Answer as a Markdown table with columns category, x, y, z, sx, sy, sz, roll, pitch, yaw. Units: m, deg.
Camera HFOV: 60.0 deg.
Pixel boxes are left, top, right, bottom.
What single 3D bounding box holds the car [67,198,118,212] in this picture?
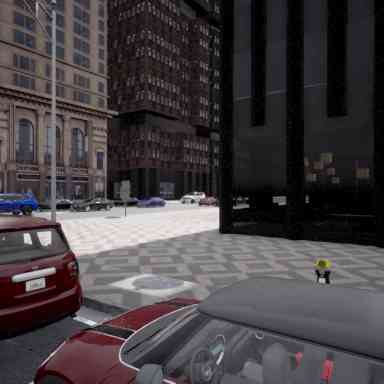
| category | x | y | z | sx | sy | sz | roll | pitch | yaw |
| --- | --- | --- | --- | --- | --- | --- | --- | --- | --- |
| car | -11.218 | 1.425 | 37.903 | 1.837 | 1.490 | 4.892 | 0 | 0 | 36 |

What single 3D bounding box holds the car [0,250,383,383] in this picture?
| category | x | y | z | sx | sy | sz | roll | pitch | yaw |
| --- | --- | --- | --- | --- | --- | --- | --- | --- | --- |
| car | 0.540 | 1.440 | 2.572 | 4.097 | 1.590 | 1.967 | 0 | 0 | 35 |

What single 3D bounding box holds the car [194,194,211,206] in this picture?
| category | x | y | z | sx | sy | sz | roll | pitch | yaw |
| --- | --- | --- | --- | --- | --- | --- | --- | --- | --- |
| car | 2.809 | 1.445 | 51.807 | 1.994 | 1.385 | 4.181 | 0 | 0 | 37 |

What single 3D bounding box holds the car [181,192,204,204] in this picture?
| category | x | y | z | sx | sy | sz | roll | pitch | yaw |
| --- | --- | --- | --- | --- | --- | --- | --- | --- | --- |
| car | 0.319 | 1.057 | 59.600 | 2.150 | 2.045 | 5.566 | 0 | 0 | 35 |

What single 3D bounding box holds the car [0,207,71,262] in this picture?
| category | x | y | z | sx | sy | sz | roll | pitch | yaw |
| --- | --- | --- | --- | --- | --- | --- | --- | --- | --- |
| car | -4.030 | 1.314 | 5.812 | 5.009 | 1.841 | 2.192 | 0 | 0 | 35 |

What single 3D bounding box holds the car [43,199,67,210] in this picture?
| category | x | y | z | sx | sy | sz | roll | pitch | yaw |
| --- | --- | --- | --- | --- | --- | --- | --- | --- | --- |
| car | -15.258 | 1.514 | 37.831 | 1.895 | 1.301 | 4.718 | 0 | 0 | 35 |

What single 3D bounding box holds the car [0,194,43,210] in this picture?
| category | x | y | z | sx | sy | sz | roll | pitch | yaw |
| --- | --- | --- | --- | --- | --- | --- | --- | --- | --- |
| car | -16.853 | 1.167 | 29.986 | 2.150 | 2.045 | 5.566 | 0 | 0 | 34 |

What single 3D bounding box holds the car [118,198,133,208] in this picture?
| category | x | y | z | sx | sy | sz | roll | pitch | yaw |
| --- | --- | --- | --- | --- | --- | --- | --- | --- | --- |
| car | -8.997 | 1.485 | 46.638 | 1.895 | 1.301 | 4.718 | 0 | 0 | 35 |

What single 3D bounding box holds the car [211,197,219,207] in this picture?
| category | x | y | z | sx | sy | sz | roll | pitch | yaw |
| --- | --- | --- | --- | --- | --- | --- | --- | --- | --- |
| car | 5.222 | 1.401 | 49.587 | 1.837 | 1.490 | 4.892 | 0 | 0 | 36 |

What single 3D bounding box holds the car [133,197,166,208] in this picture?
| category | x | y | z | sx | sy | sz | roll | pitch | yaw |
| --- | --- | --- | --- | --- | --- | --- | --- | --- | --- |
| car | -5.528 | 1.420 | 45.910 | 1.812 | 1.442 | 4.674 | 0 | 0 | 36 |
